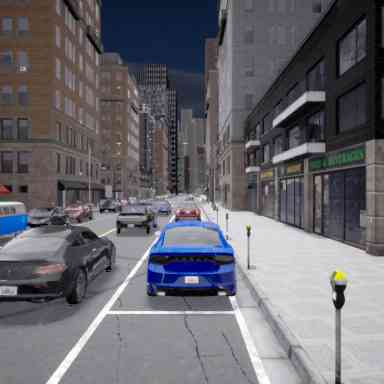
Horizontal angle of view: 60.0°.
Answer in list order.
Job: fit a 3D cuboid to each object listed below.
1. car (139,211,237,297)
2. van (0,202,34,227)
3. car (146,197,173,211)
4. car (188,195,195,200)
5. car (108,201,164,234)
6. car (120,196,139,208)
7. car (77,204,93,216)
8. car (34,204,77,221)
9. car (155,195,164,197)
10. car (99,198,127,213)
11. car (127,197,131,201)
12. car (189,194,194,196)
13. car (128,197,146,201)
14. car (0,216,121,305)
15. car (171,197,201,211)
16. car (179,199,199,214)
[{"bbox_3d":[-0.006,1.478,8.650,1.882,1.535,5.008,0,0,0],"label":"car"},{"bbox_3d":[-8.815,1.342,14.478,1.690,1.788,3.998,0,0,0],"label":"van"},{"bbox_3d":[-3.099,1.553,33.896,2.033,1.411,5.357,0,0,1],"label":"car"},{"bbox_3d":[-0.237,1.636,95.394,2.008,1.369,4.403,0,0,0],"label":"car"},{"bbox_3d":[-3.096,1.493,19.395,2.128,1.511,4.902,0,0,0],"label":"car"},{"bbox_3d":[-8.816,1.452,47.486,1.967,1.590,4.097,0,0,0],"label":"car"},{"bbox_3d":[-8.815,1.585,25.481,1.802,1.307,4.206,0,0,0],"label":"car"},{"bbox_3d":[-8.815,1.568,19.979,1.947,1.339,4.313,0,0,0],"label":"car"},{"bbox_3d":[-8.782,1.643,84.589,1.802,1.307,4.206,0,0,0],"label":"car"},{"bbox_3d":[-8.815,1.573,36.483,1.947,1.339,4.313,0,0,0],"label":"car"},{"bbox_3d":[-8.815,1.591,41.985,1.802,1.307,4.206,0,0,0],"label":"car"},{"bbox_3d":[-0.257,1.501,84.576,1.967,1.590,4.097,0,0,0],"label":"car"},{"bbox_3d":[-6.208,1.610,41.406,1.895,1.301,4.718,0,0,0],"label":"car"},{"bbox_3d":[-3.145,1.527,7.956,1.812,1.442,4.674,0,0,-1],"label":"car"},{"bbox_3d":[-0.290,1.443,25.481,1.967,1.590,4.097,0,0,0],"label":"car"},{"bbox_3d":[-0.290,1.558,36.484,2.008,1.369,4.403,0,0,0],"label":"car"}]
